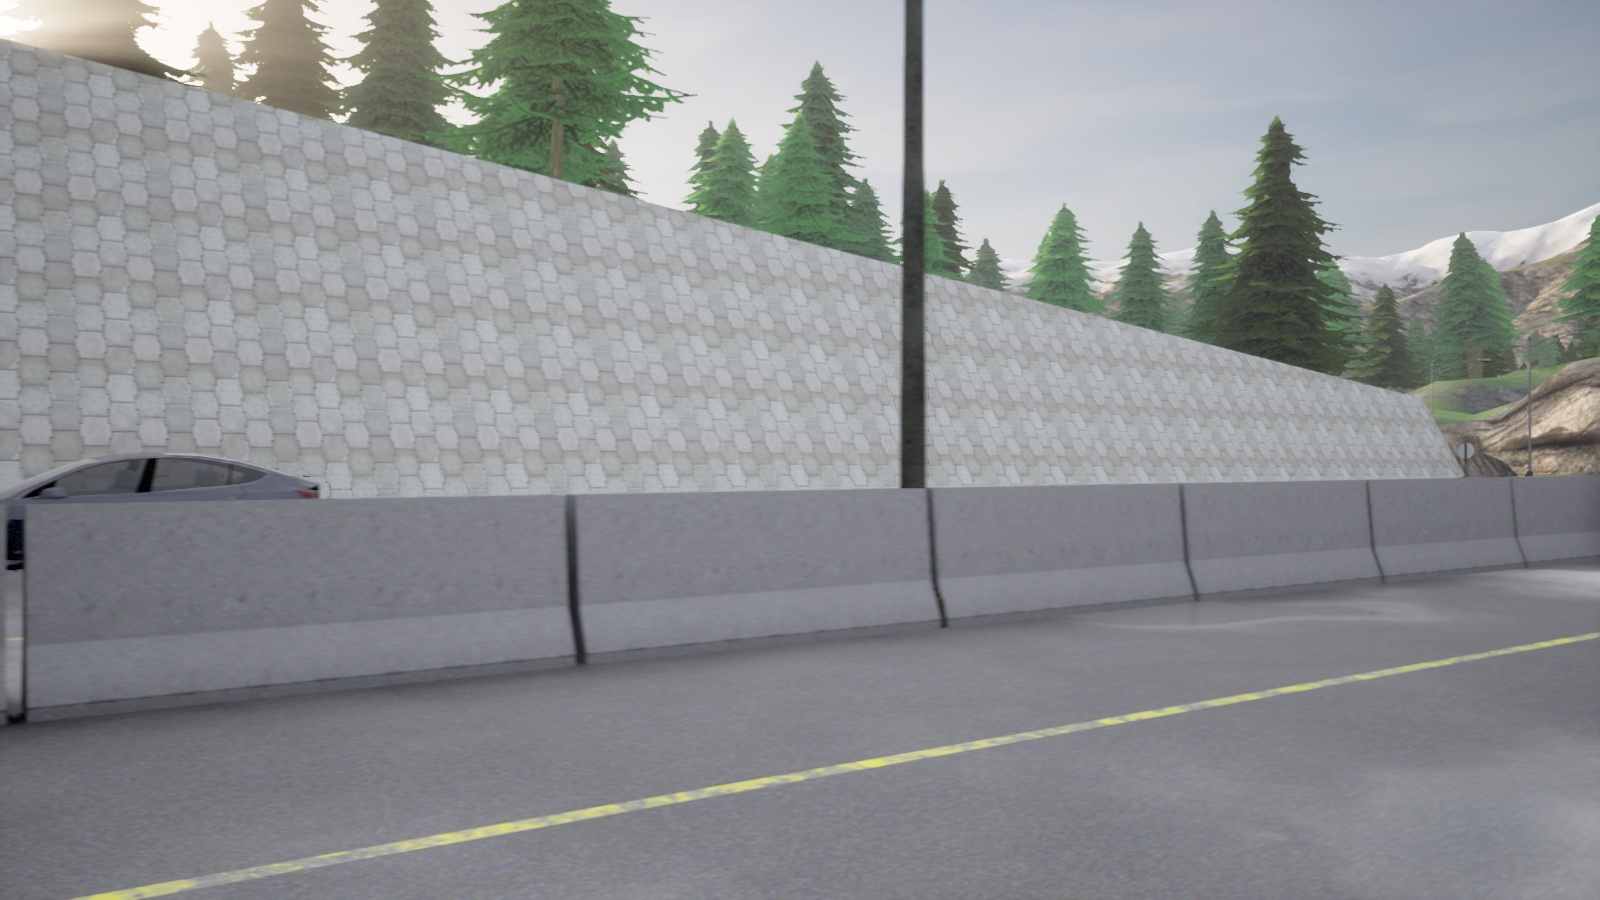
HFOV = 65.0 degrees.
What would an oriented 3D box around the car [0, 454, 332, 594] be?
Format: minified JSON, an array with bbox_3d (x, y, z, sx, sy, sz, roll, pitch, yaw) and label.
[{"bbox_3d":[-8.328,0.799,14.919,4.792,1.488,2.163,0,0,-35],"label":"car"}]
